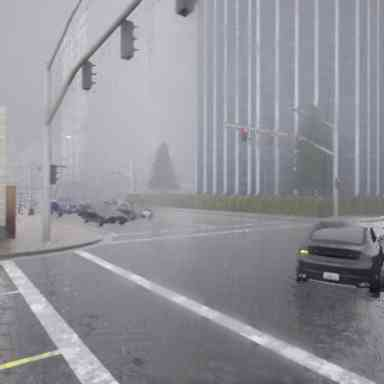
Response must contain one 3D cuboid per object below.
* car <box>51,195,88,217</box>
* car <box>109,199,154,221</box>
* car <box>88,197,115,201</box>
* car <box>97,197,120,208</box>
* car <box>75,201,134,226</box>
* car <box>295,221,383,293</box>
[{"bbox_3d":[-12.432,1.307,32.646,2.150,2.045,5.566,0,0,-36],"label":"car"},{"bbox_3d":[-4.944,1.589,28.187,2.128,1.511,4.902,0,0,-36],"label":"car"},{"bbox_3d":[-10.418,1.602,35.850,1.837,1.490,4.892,0,0,-35],"label":"car"},{"bbox_3d":[-13.147,1.627,52.002,1.837,1.490,4.892,0,0,-36],"label":"car"},{"bbox_3d":[-6.508,1.633,24.356,2.033,1.411,5.357,0,0,-36],"label":"car"},{"bbox_3d":[4.219,1.562,9.263,1.837,1.490,4.892,2,1,30],"label":"car"}]
